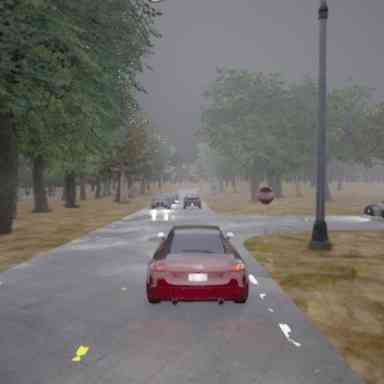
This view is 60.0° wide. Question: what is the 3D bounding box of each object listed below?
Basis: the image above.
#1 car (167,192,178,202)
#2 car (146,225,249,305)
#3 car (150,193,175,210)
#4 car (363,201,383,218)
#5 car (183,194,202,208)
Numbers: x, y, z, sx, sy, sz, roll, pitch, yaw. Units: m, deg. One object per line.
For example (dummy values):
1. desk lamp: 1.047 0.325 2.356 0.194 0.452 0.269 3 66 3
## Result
1. car: -3.205 0.836 45.391 1.837 1.490 4.892 0 1 -1
2. car: 0.092 1.459 7.904 1.994 1.385 4.181 0 1 0
3. car: -3.166 1.059 34.840 1.994 1.385 4.181 1 1 0
4. car: 13.901 1.069 22.352 4.181 1.385 1.994 -1 2 2
5. car: 0.022 0.978 36.662 1.837 1.490 4.892 0 1 0
